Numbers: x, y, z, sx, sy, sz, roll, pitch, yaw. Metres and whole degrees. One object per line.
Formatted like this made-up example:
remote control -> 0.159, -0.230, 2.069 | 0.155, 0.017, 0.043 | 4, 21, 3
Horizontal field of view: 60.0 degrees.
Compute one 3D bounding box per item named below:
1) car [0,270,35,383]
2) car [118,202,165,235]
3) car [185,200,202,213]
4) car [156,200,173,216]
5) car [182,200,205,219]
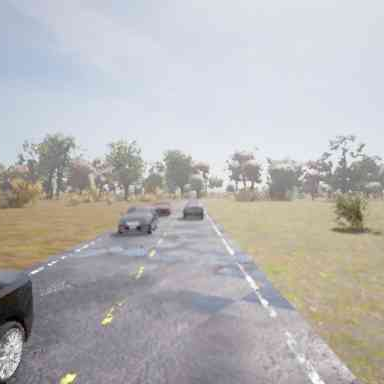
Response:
car -> -3.099, 1.488, 2.533 | 1.882, 1.535, 5.008 | 0, 0, 0
car -> -3.055, 1.575, 19.684 | 2.128, 1.511, 4.902 | 0, 0, 0
car -> 0.161, 1.718, 41.332 | 2.033, 1.411, 5.357 | 0, 0, 0
car -> -3.052, 1.621, 34.542 | 1.882, 1.535, 5.008 | 0, 0, 0
car -> 0.142, 1.621, 30.345 | 2.128, 1.511, 4.902 | 0, 0, 0
